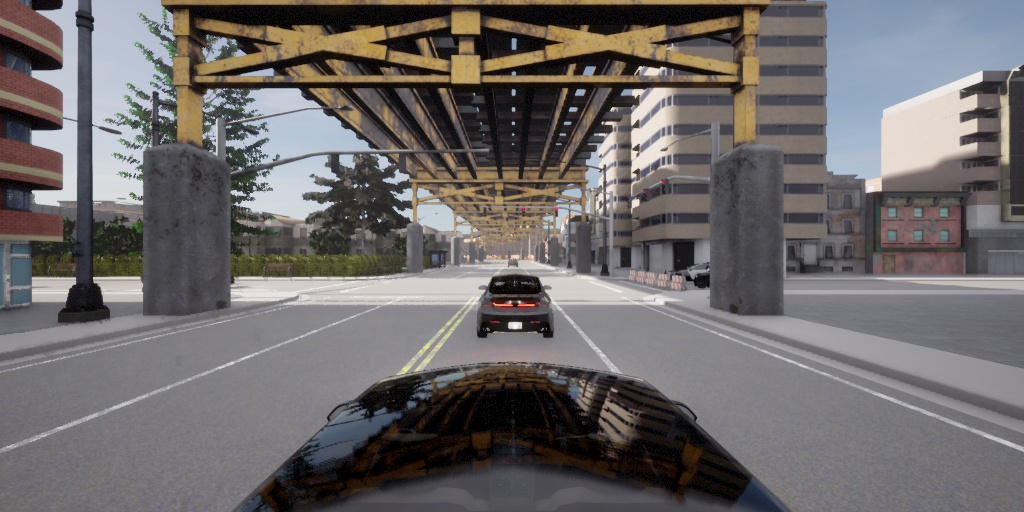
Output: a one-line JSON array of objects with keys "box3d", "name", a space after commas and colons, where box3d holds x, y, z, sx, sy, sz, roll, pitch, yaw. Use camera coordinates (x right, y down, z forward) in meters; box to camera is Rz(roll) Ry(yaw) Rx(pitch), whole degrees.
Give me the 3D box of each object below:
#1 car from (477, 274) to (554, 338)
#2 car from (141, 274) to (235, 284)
[{"box3d": [0.087, 1.255, 10.172, 1.837, 1.490, 4.892, 0, 0, 0], "name": "car"}, {"box3d": [-20.035, 1.255, 22.285, 4.892, 1.490, 1.837, 0, 0, 0], "name": "car"}]
